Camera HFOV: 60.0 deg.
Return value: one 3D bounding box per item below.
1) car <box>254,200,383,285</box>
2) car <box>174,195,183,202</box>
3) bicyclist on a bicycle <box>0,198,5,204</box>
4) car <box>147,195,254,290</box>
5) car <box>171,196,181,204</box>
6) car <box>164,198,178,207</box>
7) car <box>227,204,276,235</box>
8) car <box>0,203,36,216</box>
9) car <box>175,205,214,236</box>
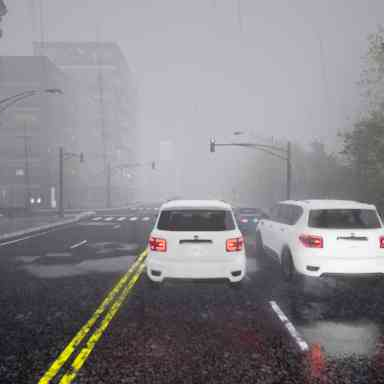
[{"bbox_3d":[3.363,1.222,9.644,2.150,2.045,5.566,0,0,0],"label":"car"},{"bbox_3d":[-3.161,1.540,78.515,1.837,1.490,4.892,0,0,0],"label":"car"},{"bbox_3d":[-24.828,1.589,43.517,0.582,1.620,1.656,-1,0,-1],"label":"bicyclist on a bicycle"},{"bbox_3d":[0.108,1.222,9.212,2.150,2.045,5.566,0,0,1],"label":"car"},{"bbox_3d":[-3.195,1.555,67.386,1.812,1.442,4.674,0,0,1],"label":"car"},{"bbox_3d":[-3.280,1.618,52.778,1.895,1.301,4.718,0,0,0],"label":"car"},{"bbox_3d":[3.374,1.550,19.965,2.033,1.411,5.357,0,0,0],"label":"car"},{"bbox_3d":[-19.033,1.844,34.868,4.718,1.301,1.895,-1,0,-3],"label":"car"},{"bbox_3d":[0.123,1.550,19.768,2.033,1.411,5.357,0,0,0],"label":"car"}]
